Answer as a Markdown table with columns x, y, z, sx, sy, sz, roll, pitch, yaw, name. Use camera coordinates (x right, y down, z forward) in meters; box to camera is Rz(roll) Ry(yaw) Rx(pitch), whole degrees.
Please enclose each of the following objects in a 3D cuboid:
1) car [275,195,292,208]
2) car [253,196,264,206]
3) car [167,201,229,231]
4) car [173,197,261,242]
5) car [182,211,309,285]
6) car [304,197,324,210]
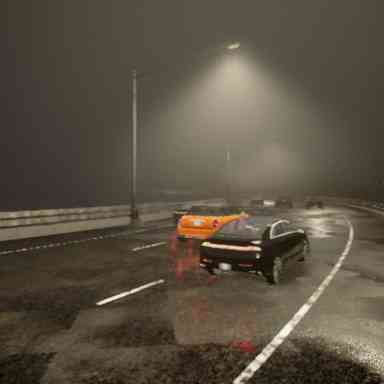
| x | y | z | sx | sy | sz | roll | pitch | yaw | name |
| --- | --- | --- | --- | --- | --- | --- | --- | --- | --- |
| 12.602 | 1.204 | 45.837 | 2.097 | 1.767 | 4.553 | 0 | 0 | 12 | car |
| 10.057 | 1.316 | 51.160 | 2.128 | 1.511 | 4.902 | 0 | 0 | 10 | car |
| 0.555 | 1.408 | 21.404 | 2.128 | 1.511 | 4.902 | 0 | 0 | 27 | car |
| 1.277 | 1.294 | 15.260 | 2.097 | 1.767 | 4.553 | 0 | 0 | 30 | car |
| 2.016 | 1.454 | 9.568 | 2.128 | 1.511 | 4.902 | 0 | 0 | 32 | car |
| 15.215 | 1.380 | 41.510 | 1.837 | 1.490 | 4.892 | 0 | 0 | 14 | car |
